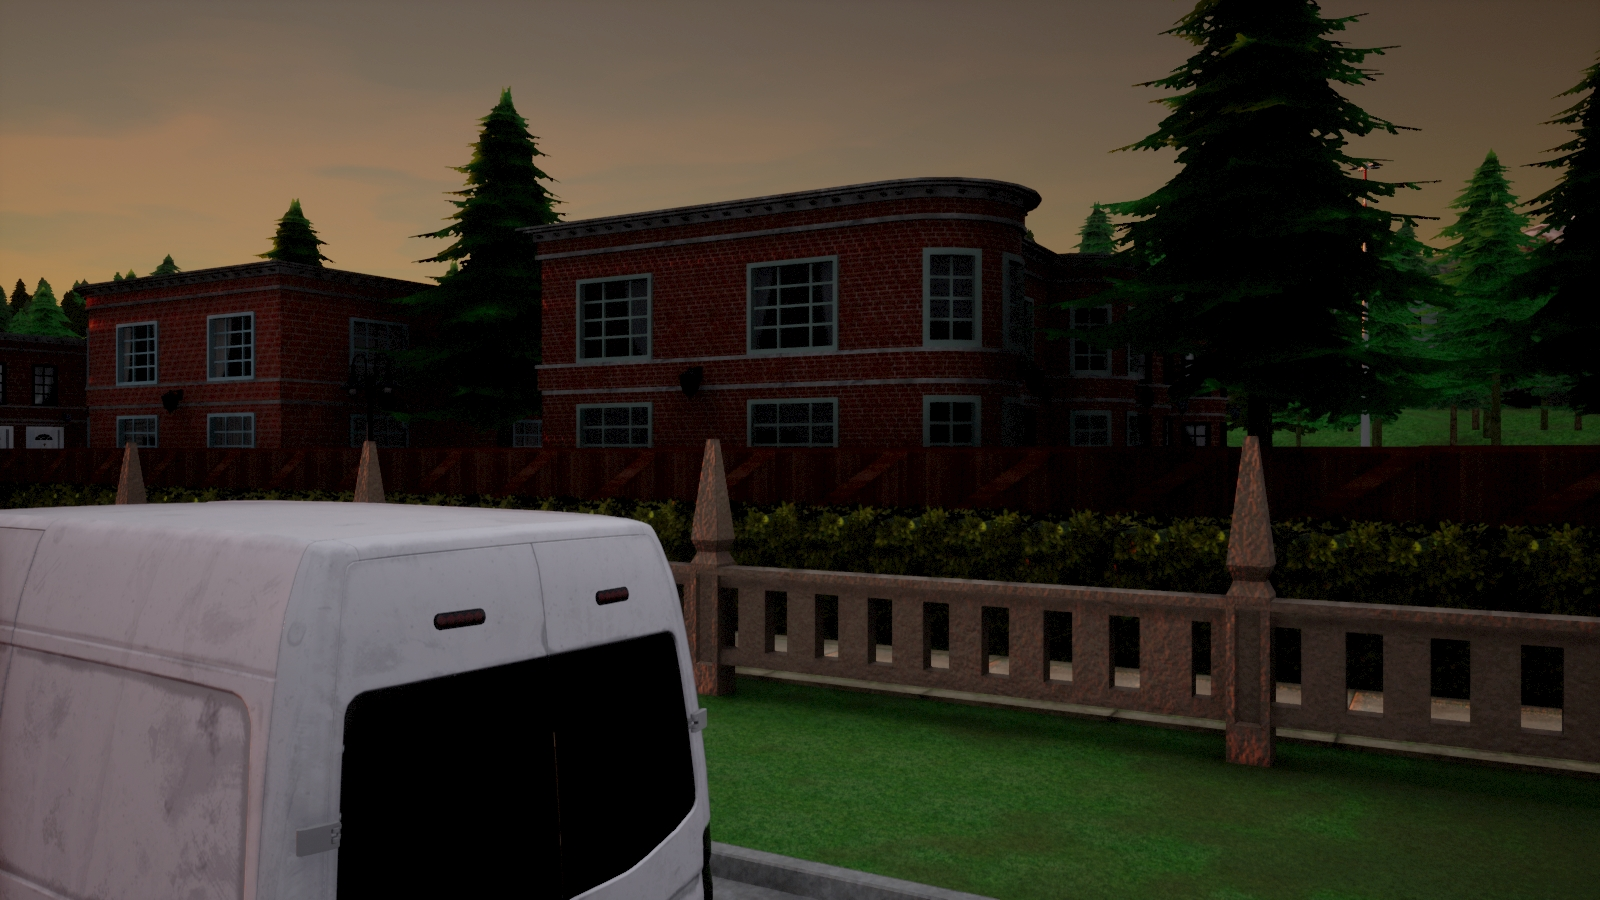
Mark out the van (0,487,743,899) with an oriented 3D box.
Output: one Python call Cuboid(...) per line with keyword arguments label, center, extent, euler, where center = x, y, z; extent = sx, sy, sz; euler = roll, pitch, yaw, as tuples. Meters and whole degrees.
Cuboid(label="van", center=(-3.240, 1.534, 5.467), extent=(5.915, 2.561, 1.988), euler=(0, 0, 34))
